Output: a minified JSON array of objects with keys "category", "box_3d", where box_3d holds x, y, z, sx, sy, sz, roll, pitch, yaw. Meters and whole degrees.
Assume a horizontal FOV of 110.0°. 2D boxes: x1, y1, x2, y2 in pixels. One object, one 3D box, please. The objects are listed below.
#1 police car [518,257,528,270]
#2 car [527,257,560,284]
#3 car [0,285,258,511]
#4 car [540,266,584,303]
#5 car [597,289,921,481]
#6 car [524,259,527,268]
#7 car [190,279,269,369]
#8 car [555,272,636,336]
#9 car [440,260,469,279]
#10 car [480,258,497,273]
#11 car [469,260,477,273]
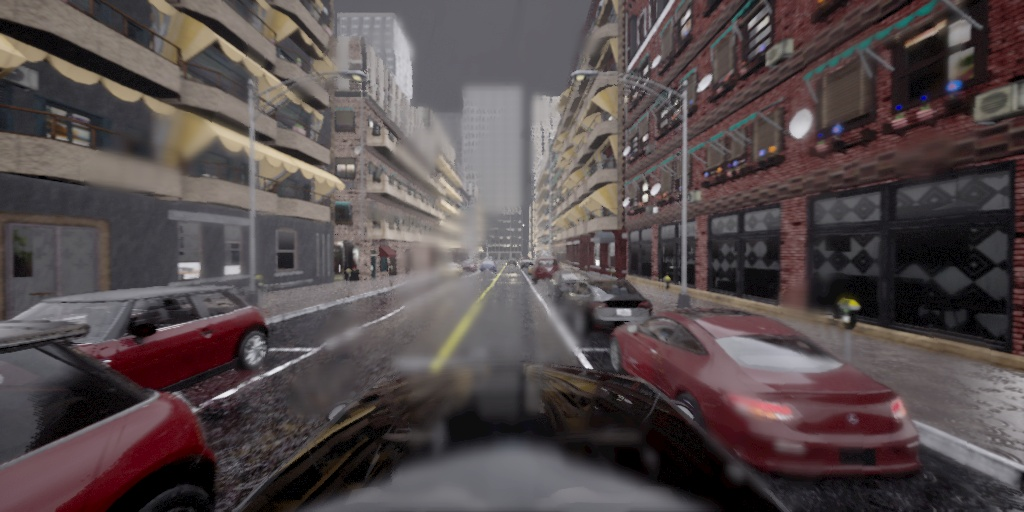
[{"category":"police car","box_3d":[2.227,1.162,53.466,1.930,1.638,5.238,0,0,0]},{"category":"car","box_3d":[2.558,1.060,26.918,2.192,1.841,5.009,0,0,0]},{"category":"car","box_3d":[-2.851,1.103,0.244,2.097,1.767,4.553,0,0,0]},{"category":"car","box_3d":[2.560,1.298,15.820,2.007,1.370,4.403,0,0,0]},{"category":"car","box_3d":[2.563,1.332,4.722,1.802,1.307,4.207,0,0,0]},{"category":"car","box_3d":[2.555,1.268,38.186,1.751,1.417,4.829,0,0,0]},{"category":"car","box_3d":[-5.317,1.189,4.698,1.967,1.591,4.097,0,0,0]},{"category":"car","box_3d":[2.562,1.314,10.271,1.948,1.339,4.313,0,0,0]},{"category":"car","box_3d":[-5.325,1.269,32.274,1.751,1.417,4.829,0,0,0]},{"category":"car","box_3d":[-2.840,1.266,43.851,1.812,1.442,4.674,0,0,0]},{"category":"car","box_3d":[-5.327,1.181,43.542,1.967,1.591,4.097,0,0,0]}]
